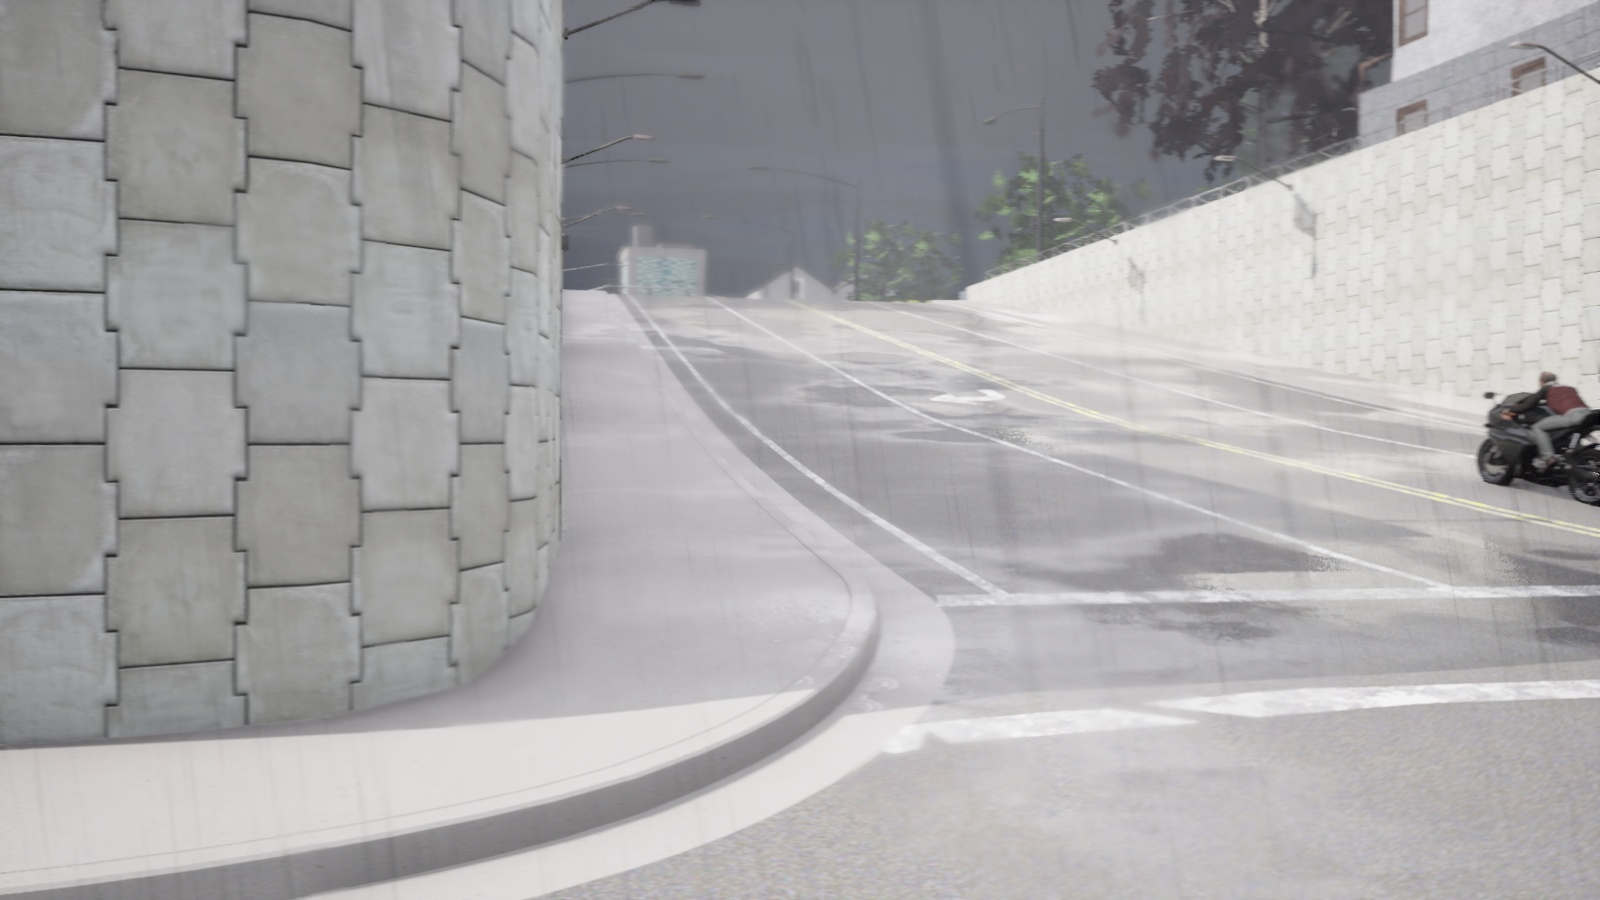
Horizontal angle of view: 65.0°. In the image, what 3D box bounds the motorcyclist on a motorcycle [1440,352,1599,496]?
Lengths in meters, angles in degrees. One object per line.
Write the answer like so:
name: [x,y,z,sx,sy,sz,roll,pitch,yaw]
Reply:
motorcyclist on a motorcycle: [8.997,-0.375,15.336,0.866,1.530,2.191,0,7,-10]
